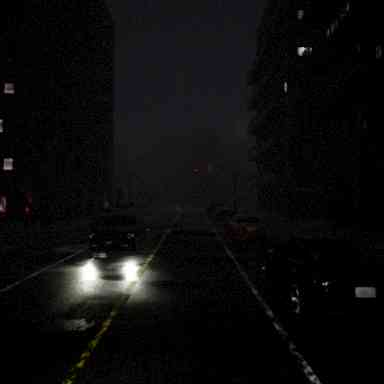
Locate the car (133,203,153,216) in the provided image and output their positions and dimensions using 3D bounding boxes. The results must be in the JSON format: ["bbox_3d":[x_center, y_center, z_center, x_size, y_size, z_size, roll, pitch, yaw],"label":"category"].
[{"bbox_3d":[-5.882,2.077,40.151,1.802,1.307,4.206,1,-1,0],"label":"car"}]

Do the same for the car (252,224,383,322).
[{"bbox_3d":[2.760,1.657,7.370,1.947,1.339,4.313,1,-1,0],"label":"car"}]

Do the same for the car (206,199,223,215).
[{"bbox_3d":[2.768,1.808,40.137,2.192,1.841,5.009,1,-1,0],"label":"car"}]

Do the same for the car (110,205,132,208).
[{"bbox_3d":[-5.851,1.840,23.448,2.008,1.369,4.403,1,-1,0],"label":"car"}]

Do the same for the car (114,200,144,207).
[{"bbox_3d":[-5.858,1.673,29.019,2.192,1.841,5.009,1,-1,0],"label":"car"}]

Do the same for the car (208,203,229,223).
[{"bbox_3d":[2.786,1.906,28.999,2.008,1.369,4.403,1,-1,0],"label":"car"}]

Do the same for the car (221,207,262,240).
[{"bbox_3d":[2.806,1.746,18.034,1.752,1.417,4.829,1,-1,0],"label":"car"}]

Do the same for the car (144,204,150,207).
[{"bbox_3d":[-5.872,1.992,34.584,1.947,1.339,4.313,1,-1,0],"label":"car"}]

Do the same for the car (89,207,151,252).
[{"bbox_3d":[-3.126,1.663,15.015,1.882,1.535,5.008,0,-1,0],"label":"car"}]
